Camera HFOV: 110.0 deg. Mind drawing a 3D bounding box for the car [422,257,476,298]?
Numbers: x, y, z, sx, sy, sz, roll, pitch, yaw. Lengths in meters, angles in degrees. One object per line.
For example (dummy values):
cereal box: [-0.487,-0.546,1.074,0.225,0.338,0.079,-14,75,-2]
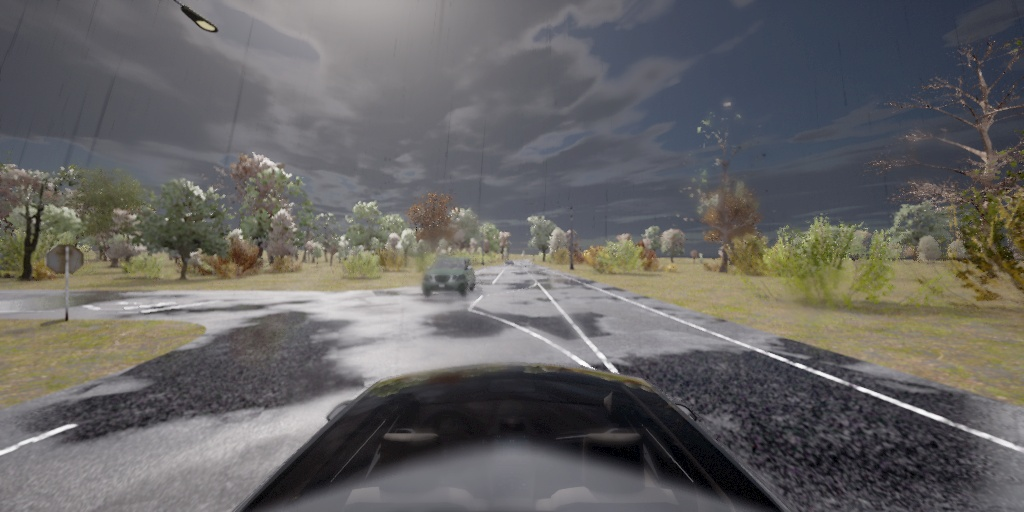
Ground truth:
car: [-3.304,1.078,19.792,2.150,2.045,5.566,0,0,1]
